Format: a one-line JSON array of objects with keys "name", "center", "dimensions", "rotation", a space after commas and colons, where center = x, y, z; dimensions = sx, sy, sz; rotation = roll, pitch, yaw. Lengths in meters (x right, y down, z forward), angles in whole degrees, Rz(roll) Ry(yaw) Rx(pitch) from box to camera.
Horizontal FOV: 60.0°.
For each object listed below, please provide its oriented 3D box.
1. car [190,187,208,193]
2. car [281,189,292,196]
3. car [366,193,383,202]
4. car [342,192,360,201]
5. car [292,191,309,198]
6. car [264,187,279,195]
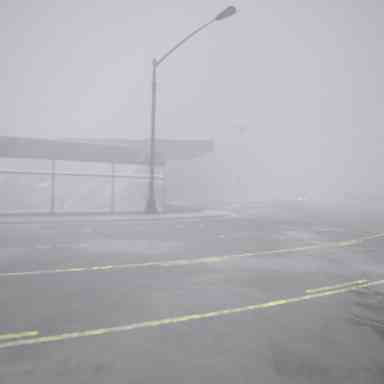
[{"name": "car", "center": [1.890, -0.519, 87.744], "dimensions": [4.674, 1.442, 1.812], "rotation": [2, 1, 7]}, {"name": "car", "center": [24.127, 0.194, 82.977], "dimensions": [1.994, 1.385, 4.181], "rotation": [2, 1, 7]}, {"name": "car", "center": [31.549, 0.970, 57.139], "dimensions": [1.812, 1.442, 4.674], "rotation": [2, 1, 7]}, {"name": "car", "center": [28.288, 0.802, 59.231], "dimensions": [2.128, 1.511, 4.902], "rotation": [2, 1, 7]}, {"name": "car", "center": [22.098, 0.524, 66.856], "dimensions": [1.994, 1.385, 4.181], "rotation": [2, 1, 7]}, {"name": "car", "center": [21.563, -0.250, 90.579], "dimensions": [2.097, 1.767, 4.553], "rotation": [2, 1, 7]}]
